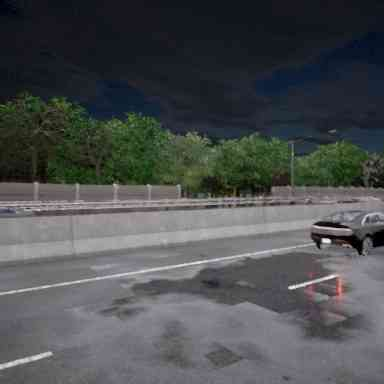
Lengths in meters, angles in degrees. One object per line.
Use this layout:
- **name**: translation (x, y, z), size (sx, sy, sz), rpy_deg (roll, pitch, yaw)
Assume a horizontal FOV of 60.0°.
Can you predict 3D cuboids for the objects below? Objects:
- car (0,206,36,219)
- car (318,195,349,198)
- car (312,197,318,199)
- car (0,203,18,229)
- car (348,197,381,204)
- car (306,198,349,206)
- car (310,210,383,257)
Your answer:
- **car**: translation (-10.946, 1.491, 17.694), size (4.902, 1.511, 2.128), rpy_deg (0, 0, -36)
- **car**: translation (19.391, 1.192, 44.274), size (4.553, 1.767, 2.097), rpy_deg (0, 0, -36)
- **car**: translation (18.218, 1.399, 47.749), size (4.181, 1.385, 1.994), rpy_deg (0, 0, -36)
- **car**: translation (-13.463, 1.491, 20.189), size (4.902, 1.511, 2.128), rpy_deg (0, 0, -36)
- **car**: translation (22.121, 1.362, 41.935), size (4.674, 1.442, 1.812), rpy_deg (0, 0, -36)
- **car**: translation (11.831, 1.520, 30.056), size (4.718, 1.301, 1.895), rpy_deg (0, 0, -36)
- **car**: translation (6.609, 1.469, 12.959), size (4.902, 1.511, 2.128), rpy_deg (0, 0, -36)
